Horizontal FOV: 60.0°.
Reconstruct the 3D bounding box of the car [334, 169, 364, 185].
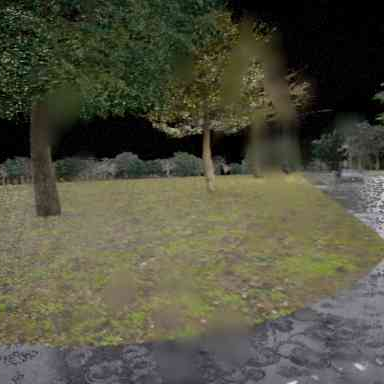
[{"bbox_3d":[14.419,-1.452,30.668,1.994,1.385,4.181,-1,5,15],"label":"car"}]
